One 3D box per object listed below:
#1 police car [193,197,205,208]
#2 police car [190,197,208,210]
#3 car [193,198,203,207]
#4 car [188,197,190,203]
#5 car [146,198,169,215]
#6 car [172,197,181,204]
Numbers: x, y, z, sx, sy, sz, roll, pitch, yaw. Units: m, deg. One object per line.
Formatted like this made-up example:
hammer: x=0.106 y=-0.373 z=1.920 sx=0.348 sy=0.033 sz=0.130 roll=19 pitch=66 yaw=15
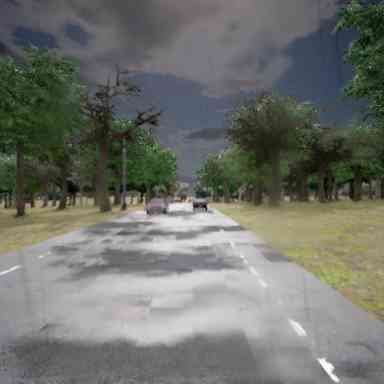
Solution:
police car: x=1.056 y=1.669 z=54.453 sx=1.930 sy=1.638 sz=5.238 roll=0 pitch=-1 yaw=0
police car: x=1.055 y=1.566 z=44.452 sx=1.930 sy=1.638 sz=5.238 roll=0 pitch=0 yaw=0
car: x=1.057 y=1.840 z=60.342 sx=1.812 sy=1.442 sz=4.674 roll=0 pitch=-1 yaw=0
car: x=0.009 y=1.876 z=77.979 sx=1.882 sy=1.535 sz=5.008 roll=0 pitch=-1 yaw=0
car: x=-3.587 y=1.421 z=34.956 sx=2.097 sy=1.767 sz=4.553 roll=0 pitch=0 yaw=0
car: x=-3.492 y=1.816 z=75.813 sx=1.882 sy=1.535 sz=5.008 roll=0 pitch=-1 yaw=0
